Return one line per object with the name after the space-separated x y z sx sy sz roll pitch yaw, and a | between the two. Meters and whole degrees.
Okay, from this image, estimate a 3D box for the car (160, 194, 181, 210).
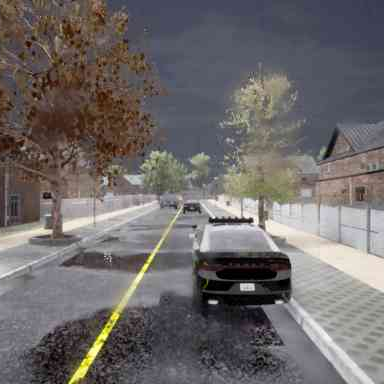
-2.939 1.255 43.471 2.150 2.045 5.566 0 0 0 | car

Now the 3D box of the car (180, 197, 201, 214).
0.004 1.503 36.279 1.882 1.535 5.008 0 0 0 | car

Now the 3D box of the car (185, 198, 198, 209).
-0.044 1.564 46.724 1.812 1.442 4.674 0 0 0 | car

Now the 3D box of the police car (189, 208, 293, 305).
0.945 1.430 8.288 1.930 1.638 5.238 0 0 0 | police car

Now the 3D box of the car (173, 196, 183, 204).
-2.891 1.551 68.355 1.882 1.535 5.008 0 0 0 | car
